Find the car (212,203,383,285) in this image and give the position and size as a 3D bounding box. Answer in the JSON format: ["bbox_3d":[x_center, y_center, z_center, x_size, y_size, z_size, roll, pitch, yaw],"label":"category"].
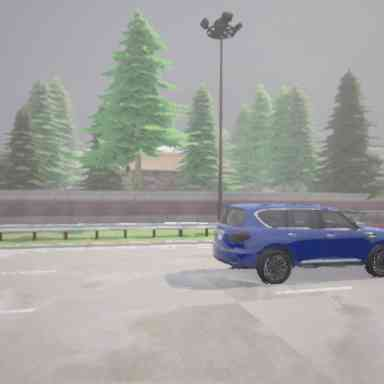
[{"bbox_3d":[3.360,1.366,9.839,5.566,2.045,2.150,1,-1,-14],"label":"car"}]
